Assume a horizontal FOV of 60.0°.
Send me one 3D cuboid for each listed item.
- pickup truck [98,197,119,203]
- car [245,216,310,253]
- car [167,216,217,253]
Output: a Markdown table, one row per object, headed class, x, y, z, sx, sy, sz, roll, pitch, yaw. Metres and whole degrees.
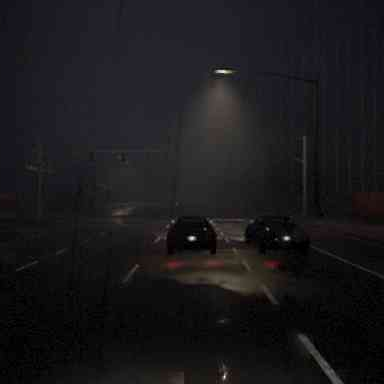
| class | x | y | z | sx | sy | sz | roll | pitch | yaw |
| --- | --- | --- | --- | --- | --- | --- | --- | --- | --- |
| pickup truck | -21.277 | 1.903 | 86.052 | 2.390 | 2.098 | 6.274 | 0 | -1 | 30 |
| car | 3.508 | 1.706 | 14.311 | 1.994 | 1.385 | 4.181 | 0 | -1 | 0 |
| car | 0.005 | 1.706 | 14.301 | 1.994 | 1.385 | 4.181 | 0 | 0 | 0 |
